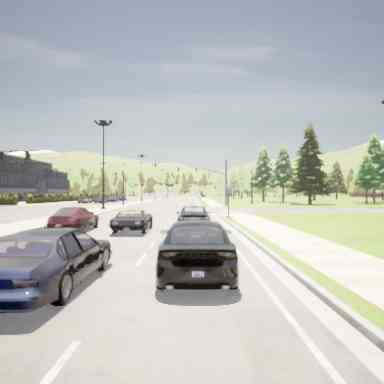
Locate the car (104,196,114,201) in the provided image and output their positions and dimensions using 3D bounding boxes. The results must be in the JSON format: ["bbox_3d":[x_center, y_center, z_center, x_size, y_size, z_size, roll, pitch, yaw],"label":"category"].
[{"bbox_3d":[-23.094,1.898,92.660,1.994,1.385,4.181,0,0,0],"label":"car"}]

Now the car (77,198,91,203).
[{"bbox_3d":[-23.136,1.863,71.781,1.895,1.301,4.718,0,0,0],"label":"car"}]

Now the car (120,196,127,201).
[{"bbox_3d":[-19.593,1.897,93.033,1.994,1.385,4.181,0,0,0],"label":"car"}]

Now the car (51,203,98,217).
[{"bbox_3d":[-6.951,1.599,19.687,1.812,1.442,4.674,0,0,0],"label":"car"}]

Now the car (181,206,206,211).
[{"bbox_3d":[0.090,1.566,19.408,2.128,1.511,4.902,0,0,0],"label":"car"}]

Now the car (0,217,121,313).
[{"bbox_3d":[-3.402,1.578,7.993,2.033,1.411,5.357,0,0,0],"label":"car"}]

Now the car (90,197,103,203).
[{"bbox_3d":[-23.118,1.896,80.674,1.895,1.301,4.718,0,0,0],"label":"car"}]

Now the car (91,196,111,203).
[{"bbox_3d":[-19.636,1.768,71.842,1.837,1.490,4.892,0,0,0],"label":"car"}]

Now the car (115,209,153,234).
[{"bbox_3d":[-3.448,1.675,19.787,1.895,1.301,4.718,0,0,0],"label":"car"}]

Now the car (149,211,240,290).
[{"bbox_3d":[0.122,1.513,9.204,1.882,1.535,5.008,0,0,0],"label":"car"}]

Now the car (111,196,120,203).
[{"bbox_3d":[-19.617,1.782,81.299,1.882,1.535,5.008,0,0,0],"label":"car"}]
